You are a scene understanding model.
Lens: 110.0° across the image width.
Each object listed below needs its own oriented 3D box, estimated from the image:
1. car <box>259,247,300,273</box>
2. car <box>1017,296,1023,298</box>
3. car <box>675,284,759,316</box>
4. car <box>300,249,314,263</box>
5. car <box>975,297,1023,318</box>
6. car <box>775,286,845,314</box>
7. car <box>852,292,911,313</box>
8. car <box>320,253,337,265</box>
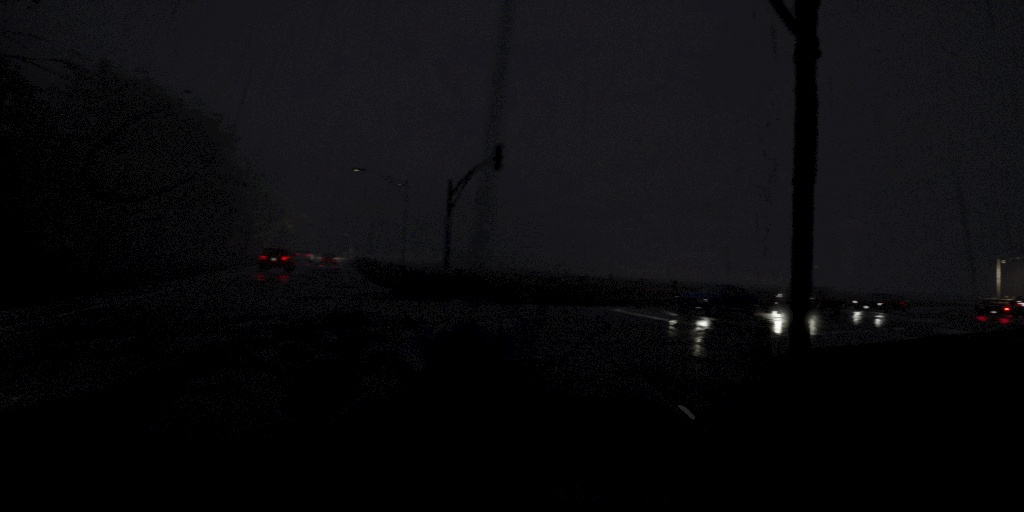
[{"bbox_3d":[-19.974,0.303,30.714,2.150,2.045,5.566,3,-1,-26],"label":"car"},{"bbox_3d":[47.783,4.529,32.919,4.553,1.767,2.097,4,-2,-26],"label":"car"},{"bbox_3d":[10.853,2.244,18.932,5.008,1.535,1.882,4,-2,-26],"label":"car"},{"bbox_3d":[-32.107,-0.021,55.405,2.150,2.045,5.566,3,-1,-26],"label":"car"},{"bbox_3d":[39.415,4.200,28.782,4.718,1.301,1.895,4,-2,-25],"label":"car"},{"bbox_3d":[19.039,2.680,22.919,4.553,1.767,2.097,4,-2,-26],"label":"car"},{"bbox_3d":[28.398,3.519,27.474,5.357,1.411,2.033,4,-2,-26],"label":"car"},{"bbox_3d":[-26.783,0.344,52.459,2.097,1.767,4.553,3,-1,-27],"label":"car"}]
